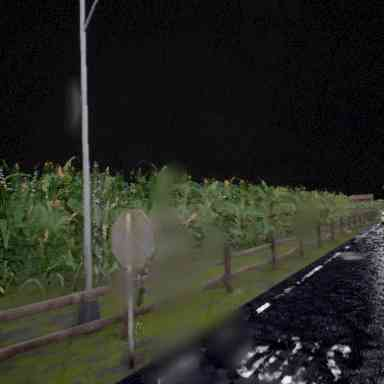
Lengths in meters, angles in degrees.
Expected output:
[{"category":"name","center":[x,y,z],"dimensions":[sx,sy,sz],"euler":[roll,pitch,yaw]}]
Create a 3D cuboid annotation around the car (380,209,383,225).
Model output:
[{"category":"car","center":[22.674,2.574,37.501],"dimensions":[2.150,2.045,5.566],"euler":[-5,-4,33]}]
